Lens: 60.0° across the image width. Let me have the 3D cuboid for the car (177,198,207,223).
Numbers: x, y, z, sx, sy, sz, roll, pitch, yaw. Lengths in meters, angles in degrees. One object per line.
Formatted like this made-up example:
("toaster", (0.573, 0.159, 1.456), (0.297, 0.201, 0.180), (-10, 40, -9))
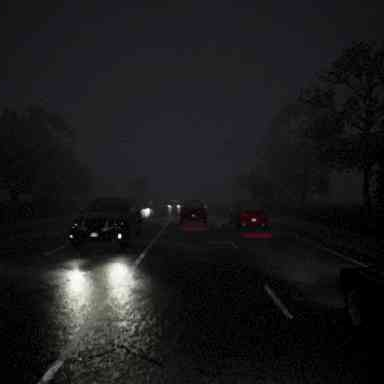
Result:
("car", (0.098, 1.463, 25.177), (1.882, 1.535, 5.008), (0, 0, 0))

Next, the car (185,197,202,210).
("car", (0.210, 1.467, 42.903), (2.128, 1.511, 4.902), (0, 0, 1))

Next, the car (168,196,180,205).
("car", (-2.930, 1.492, 57.040), (1.812, 1.442, 4.674), (0, 0, 4))

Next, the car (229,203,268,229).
("car", (3.597, 1.465, 21.829), (1.882, 1.535, 5.008), (0, 0, 0))

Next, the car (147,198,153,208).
("car", (-6.865, 1.572, 47.692), (1.895, 1.301, 4.718), (0, 0, 2))

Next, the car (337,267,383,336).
("car", (3.599, 1.598, 4.014), (1.895, 1.301, 4.718), (0, 0, 0))

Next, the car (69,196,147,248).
("car", (-3.602, 1.213, 14.977), (2.150, 2.045, 5.566), (0, 0, 0))
